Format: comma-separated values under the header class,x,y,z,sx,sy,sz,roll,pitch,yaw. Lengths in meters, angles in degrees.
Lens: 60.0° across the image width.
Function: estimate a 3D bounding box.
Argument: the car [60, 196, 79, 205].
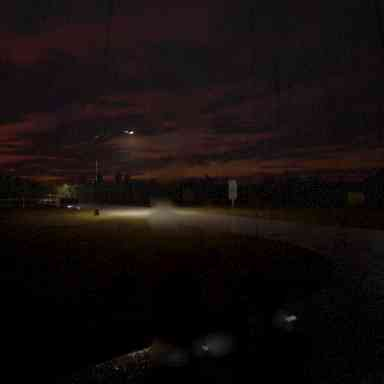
class,x,y,z,sx,sy,sz,roll,pitch,yaw
car,-18.501,1.272,50.049,1.895,1.301,4.718,-2,1,-35
